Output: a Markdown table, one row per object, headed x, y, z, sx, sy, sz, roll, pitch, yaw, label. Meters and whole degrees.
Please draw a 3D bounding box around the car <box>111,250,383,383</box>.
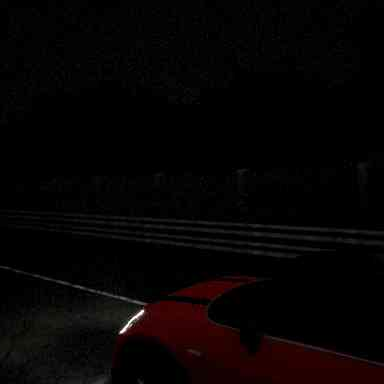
| x | y | z | sx | sy | sz | roll | pitch | yaw | label |
| --- | --- | --- | --- | --- | --- | --- | --- | --- | --- |
| 1.365 | 1.355 | 3.018 | 4.553 | 1.767 | 2.097 | 0 | 0 | 36 | car |
